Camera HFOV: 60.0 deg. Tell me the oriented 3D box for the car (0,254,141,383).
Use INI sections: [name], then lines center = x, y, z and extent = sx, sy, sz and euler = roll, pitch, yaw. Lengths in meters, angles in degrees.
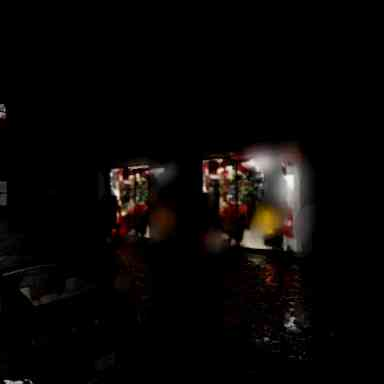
[car]
center = -2.691, 1.588, 4.810
extent = 4.403, 1.369, 2.008
euler = -1, -1, 36
